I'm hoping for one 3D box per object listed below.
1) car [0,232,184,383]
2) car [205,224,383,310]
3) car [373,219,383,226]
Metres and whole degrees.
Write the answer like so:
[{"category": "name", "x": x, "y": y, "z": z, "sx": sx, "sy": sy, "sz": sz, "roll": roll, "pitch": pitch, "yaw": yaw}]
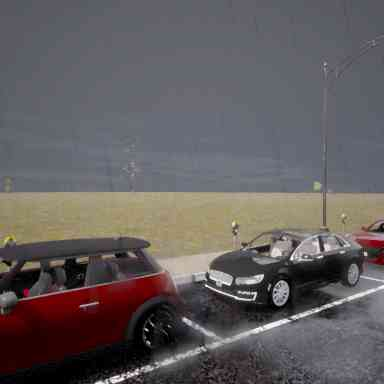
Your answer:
[{"category": "car", "x": -2.202, "y": 1.440, "z": 4.516, "sx": 4.097, "sy": 1.590, "sz": 1.967, "roll": 0, "pitch": 1, "yaw": -36}, {"category": "car", "x": 2.302, "y": 1.552, "z": 7.735, "sx": 4.403, "sy": 1.369, "sz": 2.008, "roll": 0, "pitch": 1, "yaw": -36}, {"category": "car", "x": 6.807, "y": 1.548, "z": 10.954, "sx": 4.507, "sy": 1.381, "sz": 1.887, "roll": 0, "pitch": 1, "yaw": -36}]
